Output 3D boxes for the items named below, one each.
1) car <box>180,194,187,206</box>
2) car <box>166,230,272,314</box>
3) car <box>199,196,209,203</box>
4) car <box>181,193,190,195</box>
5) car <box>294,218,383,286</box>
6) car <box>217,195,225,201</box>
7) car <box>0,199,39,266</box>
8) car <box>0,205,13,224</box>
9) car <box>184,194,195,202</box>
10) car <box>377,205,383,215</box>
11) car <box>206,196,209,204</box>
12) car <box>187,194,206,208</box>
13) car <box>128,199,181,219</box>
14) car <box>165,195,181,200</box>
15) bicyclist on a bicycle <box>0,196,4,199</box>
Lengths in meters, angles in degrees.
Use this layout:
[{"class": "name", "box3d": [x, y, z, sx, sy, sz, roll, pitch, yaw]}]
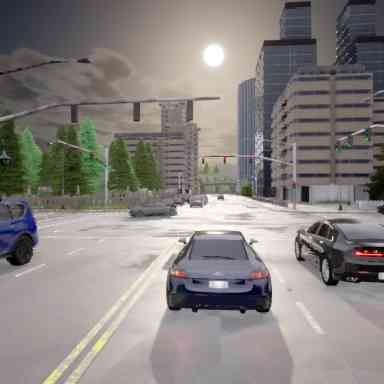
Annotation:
[{"class": "car", "box3d": [-2.300, 1.547, 54.778, 2.033, 1.411, 5.357, 0, 0, 5]}, {"class": "car", "box3d": [0.600, 1.564, 7.730, 1.994, 1.385, 4.181, 0, 0, 4]}, {"class": "car", "box3d": [2.443, 1.505, 68.413, 1.837, 1.490, 4.892, 0, 0, 5]}, {"class": "car", "box3d": [-1.398, 1.221, 64.915, 2.150, 2.045, 5.566, 0, 0, 5]}, {"class": "car", "box3d": [4.233, 1.505, 9.346, 1.837, 1.490, 4.892, 0, 0, 5]}, {"class": "car", "box3d": [7.431, 1.500, 85.849, 1.837, 1.490, 4.892, 0, 0, 5]}, {"class": "car", "box3d": [-6.360, 1.222, 8.763, 2.150, 2.045, 5.566, 0, 0, 7]}, {"class": "car", "box3d": [-15.658, 1.601, 23.885, 4.718, 1.301, 1.895, 0, 0, 5]}, {"class": "car", "box3d": [-0.517, 1.355, 74.867, 2.097, 1.767, 4.553, 0, 0, 5]}, {"class": "car", "box3d": [20.371, 1.478, 31.618, 5.008, 1.535, 1.882, 0, 0, 5]}, {"class": "car", "box3d": [1.500, 1.352, 58.043, 2.097, 1.767, 4.553, 0, 0, 5]}, {"class": "car", "box3d": [0.718, 1.505, 48.952, 1.837, 1.490, 4.892, 0, 0, 5]}, {"class": "car", "box3d": [-3.467, 1.564, 28.962, 4.181, 1.385, 1.994, 0, 0, -24]}, {"class": "car", "box3d": [-3.151, 1.547, 44.740, 2.033, 1.411, 5.357, 0, 0, 5]}, {"class": "bicyclist on a bicycle", "box3d": [-22.306, 1.301, 38.971, 0.582, 1.620, 1.656, 0, 0, 5]}]
